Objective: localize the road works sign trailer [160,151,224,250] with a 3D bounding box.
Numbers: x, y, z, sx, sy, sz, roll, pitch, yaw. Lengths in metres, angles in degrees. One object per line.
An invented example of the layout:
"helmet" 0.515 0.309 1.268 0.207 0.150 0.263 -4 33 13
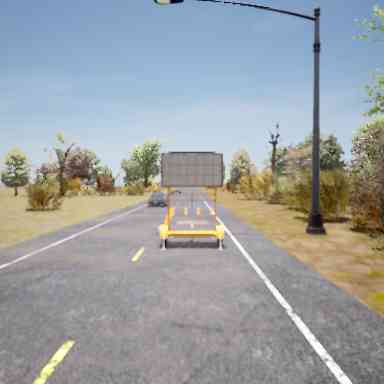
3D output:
"road works sign trailer" 0.004 0.208 13.017 2.380 3.560 2.880 0 1 0

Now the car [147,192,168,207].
"car" -3.584 0.801 35.284 1.837 1.490 4.892 0 1 0

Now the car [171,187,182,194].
"car" -3.478 -0.489 75.951 2.150 2.045 5.566 0 1 0
